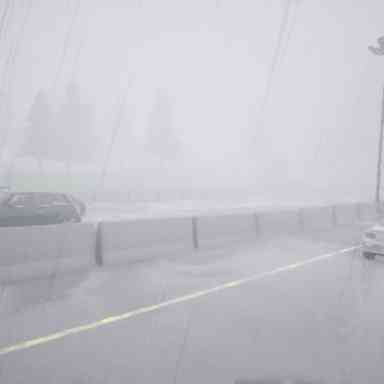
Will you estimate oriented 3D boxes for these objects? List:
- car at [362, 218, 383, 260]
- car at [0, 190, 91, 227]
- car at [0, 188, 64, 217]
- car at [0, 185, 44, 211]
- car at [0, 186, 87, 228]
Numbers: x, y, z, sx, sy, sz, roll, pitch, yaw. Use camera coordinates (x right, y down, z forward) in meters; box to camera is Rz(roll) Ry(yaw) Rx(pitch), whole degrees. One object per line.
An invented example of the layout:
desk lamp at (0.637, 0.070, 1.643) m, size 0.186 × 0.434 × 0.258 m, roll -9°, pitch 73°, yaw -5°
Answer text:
car at (6.916, 1.372, 10.413) m, size 4.674 × 1.442 × 1.812 m, roll 0°, pitch 3°, yaw -43°
car at (-7.625, 0.707, 16.181) m, size 4.892 × 1.490 × 1.837 m, roll 0°, pitch 3°, yaw -43°
car at (-10.026, 0.545, 18.721) m, size 4.892 × 1.490 × 1.837 m, roll 0°, pitch 3°, yaw -43°
car at (-12.428, 0.356, 21.259) m, size 5.008 × 1.535 × 1.882 m, roll 0°, pitch 3°, yaw -43°
car at (-6.553, 0.715, 12.371) m, size 4.553 × 1.767 × 2.097 m, roll 0°, pitch 3°, yaw -43°
